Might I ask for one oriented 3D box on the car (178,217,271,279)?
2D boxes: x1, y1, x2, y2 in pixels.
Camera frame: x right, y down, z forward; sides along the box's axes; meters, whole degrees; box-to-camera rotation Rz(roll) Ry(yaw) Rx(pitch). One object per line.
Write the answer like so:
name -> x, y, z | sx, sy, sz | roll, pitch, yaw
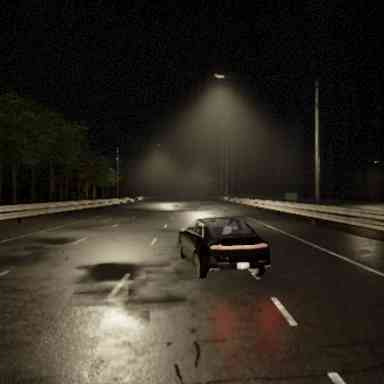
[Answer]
car -> 0.756, 1.520, 10.223 | 2.128, 1.511, 4.902 | 0, 0, -11
